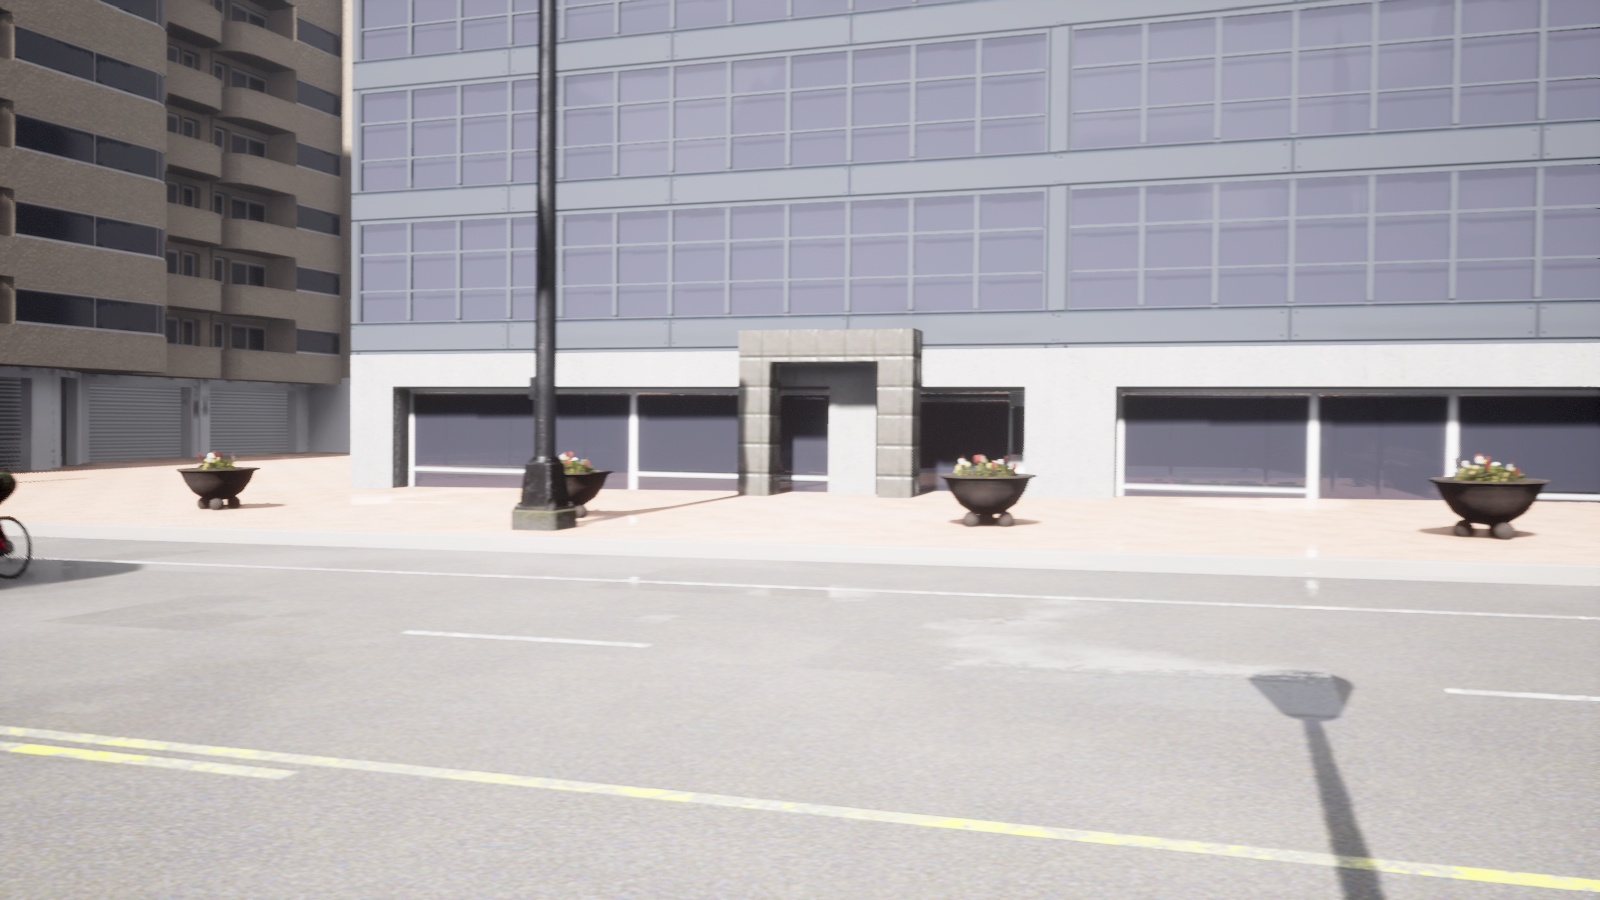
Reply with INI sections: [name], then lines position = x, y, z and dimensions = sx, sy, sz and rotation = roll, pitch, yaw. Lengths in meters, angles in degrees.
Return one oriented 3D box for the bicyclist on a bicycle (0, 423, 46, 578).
[bicyclist on a bicycle]
position = -9.084, 0.525, 13.635
dimensions = 1.656, 1.620, 0.582
rotation = 0, 1, 19
